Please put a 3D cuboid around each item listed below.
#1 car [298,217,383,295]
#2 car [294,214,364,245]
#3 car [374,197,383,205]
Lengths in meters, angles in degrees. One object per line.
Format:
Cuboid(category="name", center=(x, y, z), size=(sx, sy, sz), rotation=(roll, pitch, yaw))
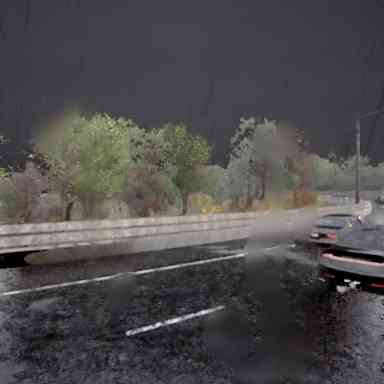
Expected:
Cuboid(category="car", center=(4.852, 1.533, 7.806), size=(4.902, 1.511, 2.128), rotation=(0, 0, -40))
Cuboid(category="car", center=(6.252, 1.614, 13.679), size=(5.357, 1.411, 2.033), rotation=(0, 0, -43))
Cuboid(category="car", center=(36.747, 1.694, 64.312), size=(1.837, 1.490, 4.892), rotation=(0, 0, 13))
